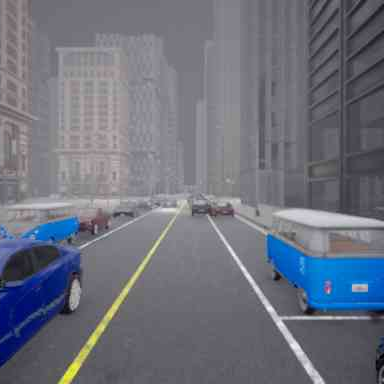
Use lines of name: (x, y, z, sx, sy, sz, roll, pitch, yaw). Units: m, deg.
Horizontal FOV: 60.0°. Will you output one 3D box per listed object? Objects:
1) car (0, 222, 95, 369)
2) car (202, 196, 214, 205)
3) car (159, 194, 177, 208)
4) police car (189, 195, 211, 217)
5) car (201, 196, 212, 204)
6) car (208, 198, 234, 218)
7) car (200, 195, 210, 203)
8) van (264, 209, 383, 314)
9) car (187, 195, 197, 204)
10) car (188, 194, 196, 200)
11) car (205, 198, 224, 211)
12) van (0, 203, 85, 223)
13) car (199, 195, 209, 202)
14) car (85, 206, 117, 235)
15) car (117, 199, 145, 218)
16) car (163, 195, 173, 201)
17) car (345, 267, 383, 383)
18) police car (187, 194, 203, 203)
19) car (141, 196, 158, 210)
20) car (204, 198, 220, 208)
car: (-3.101, 1.475, 4.716, 1.882, 1.535, 5.008, 0, 0, 0)
car: (2.744, 1.480, 58.244, 1.752, 1.417, 4.829, 0, 0, 0)
car: (-3.094, 1.458, 47.290, 2.128, 1.511, 4.902, 0, 0, 0)
police car: (0.878, 1.408, 31.716, 1.930, 1.638, 5.238, 0, 0, 0)
car: (2.743, 1.498, 63.715, 2.008, 1.369, 4.403, 0, 0, 0)
car: (2.751, 1.527, 29.871, 1.887, 1.381, 4.507, 0, 0, 0)
car: (2.741, 1.379, 69.356, 1.967, 1.590, 4.097, 0, 0, 0)
van: (2.757, 1.337, 7.308, 1.690, 1.788, 3.998, 0, 0, 0)
car: (-0.018, 1.448, 65.163, 1.837, 1.490, 4.892, 0, 0, 0)
car: (-0.022, 1.319, 81.243, 1.994, 1.385, 4.181, 0, 0, 0)
car: (2.748, 1.524, 41.152, 2.008, 1.369, 4.403, 0, 0, 0)
van: (-5.770, 1.334, 12.944, 1.690, 1.788, 3.998, 0, 0, 0)
car: (2.740, 1.481, 74.997, 2.008, 1.369, 4.403, 0, 0, 0)
car: (-5.771, 1.534, 18.584, 1.887, 1.381, 4.507, 0, 0, 0)
car: (-5.774, 1.548, 29.866, 1.947, 1.339, 4.313, 0, 0, 0)
car: (-5.787, 1.471, 80.635, 2.008, 1.369, 4.403, 0, 0, 0)
car: (2.759, 1.565, 1.667, 1.947, 1.339, 4.313, 0, 0, 0)
police car: (0.761, 1.399, 41.688, 1.930, 1.638, 5.238, 0, 0, -2)
car: (-5.777, 1.413, 41.147, 1.967, 1.590, 4.097, 0, 0, 0)
car: (2.747, 1.534, 46.793, 1.947, 1.339, 4.313, 0, 0, 0)
